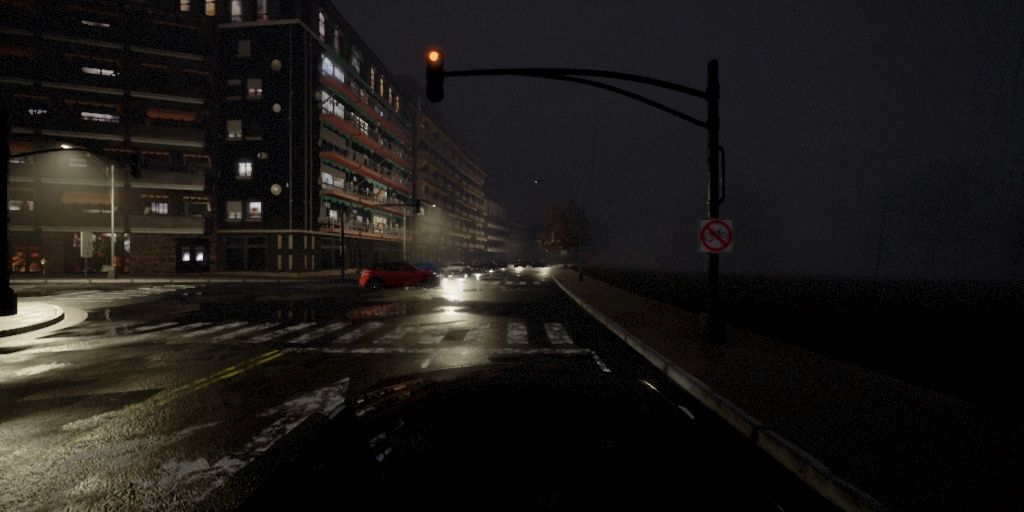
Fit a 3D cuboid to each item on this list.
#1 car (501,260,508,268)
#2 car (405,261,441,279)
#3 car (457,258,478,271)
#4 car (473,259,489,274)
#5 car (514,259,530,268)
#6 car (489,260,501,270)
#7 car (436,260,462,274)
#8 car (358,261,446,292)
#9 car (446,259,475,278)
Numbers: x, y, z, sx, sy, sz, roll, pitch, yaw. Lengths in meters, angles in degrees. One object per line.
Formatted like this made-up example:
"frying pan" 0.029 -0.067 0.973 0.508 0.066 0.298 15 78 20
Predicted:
"car" -1.923 1.398 64.247 1.882 1.535 5.008 0 0 9
"car" -8.531 1.279 34.778 1.882 1.535 5.008 0 0 4
"car" -6.605 1.224 53.984 2.097 1.767 4.553 0 0 7
"car" -4.457 1.340 43.957 1.837 1.490 4.892 0 0 6
"car" 1.497 1.474 64.952 2.033 1.411 5.357 0 0 9
"car" -3.343 1.436 53.878 1.994 1.385 4.181 0 0 8
"car" -7.688 1.313 44.310 1.882 1.535 5.008 0 0 6
"car" -6.678 1.119 21.508 4.553 1.767 2.097 0 0 -30
"car" -5.246 1.329 35.104 1.812 1.442 4.674 0 0 5
